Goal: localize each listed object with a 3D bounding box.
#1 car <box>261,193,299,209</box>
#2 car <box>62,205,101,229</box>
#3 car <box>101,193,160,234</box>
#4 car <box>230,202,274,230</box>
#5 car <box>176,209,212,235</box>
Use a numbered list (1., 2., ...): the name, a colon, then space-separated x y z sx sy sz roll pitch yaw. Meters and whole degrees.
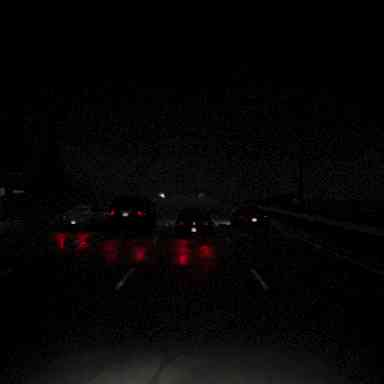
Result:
1. car: 12.172 1.257 45.875 2.150 2.045 5.566 0 -1 -44
2. car: -6.898 1.547 21.639 1.812 1.442 4.674 0 0 0
3. car: -3.399 1.241 19.649 2.150 2.045 5.566 0 0 0
4. car: 3.602 1.585 21.230 1.994 1.385 4.181 0 0 0
5. car: 0.101 1.620 19.055 1.895 1.301 4.718 0 0 0
